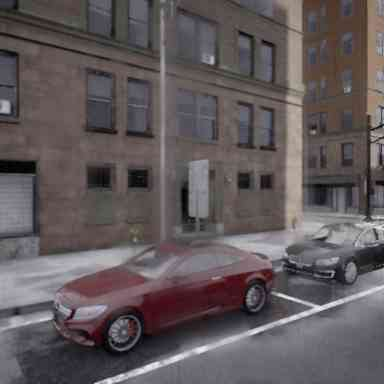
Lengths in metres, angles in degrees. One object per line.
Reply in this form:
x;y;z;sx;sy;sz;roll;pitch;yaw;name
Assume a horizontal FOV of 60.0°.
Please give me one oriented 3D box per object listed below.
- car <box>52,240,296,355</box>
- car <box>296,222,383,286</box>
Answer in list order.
-0.248;1.580;6.010;4.206;1.307;1.802;0;0;-35;car
4.377;1.544;9.309;4.403;1.369;2.008;0;0;-35;car
